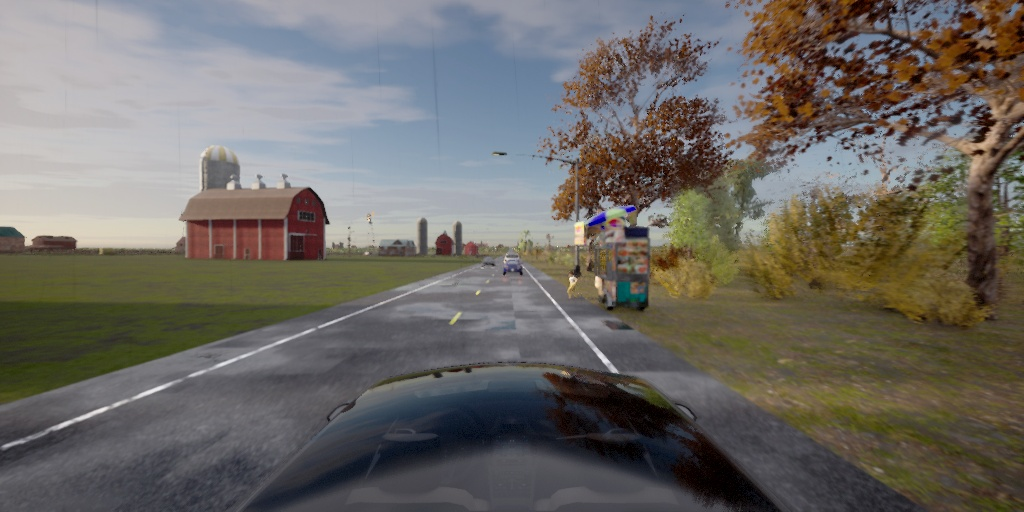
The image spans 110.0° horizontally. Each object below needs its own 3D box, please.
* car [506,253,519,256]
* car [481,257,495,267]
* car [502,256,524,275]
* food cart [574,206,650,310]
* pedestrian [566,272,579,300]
[{"bbox_3d":[0.028,0.646,47.448,2.150,2.045,5.566,0,1,0],"label":"car"},{"bbox_3d":[-3.560,0.874,54.448,1.837,1.490,4.892,0,0,0],"label":"car"},{"bbox_3d":[0.089,1.042,34.444,1.812,1.442,4.674,0,0,1],"label":"car"},{"bbox_3d":[4.001,0.130,13.885,2.280,3.560,4.660,0,0,0],"label":"food cart"},{"bbox_3d":[2.634,1.227,15.445,0.375,1.300,0.375,-1,1,-3],"label":"pedestrian"}]
